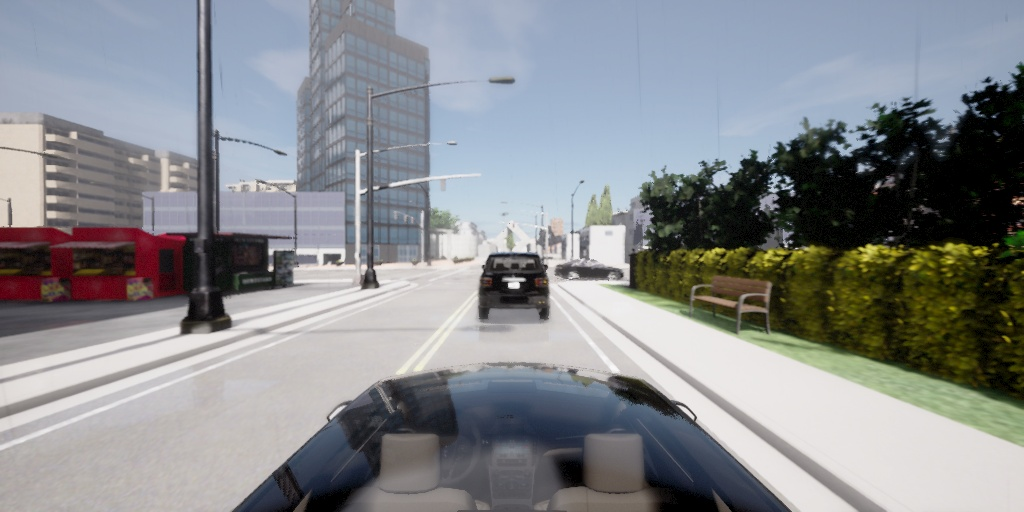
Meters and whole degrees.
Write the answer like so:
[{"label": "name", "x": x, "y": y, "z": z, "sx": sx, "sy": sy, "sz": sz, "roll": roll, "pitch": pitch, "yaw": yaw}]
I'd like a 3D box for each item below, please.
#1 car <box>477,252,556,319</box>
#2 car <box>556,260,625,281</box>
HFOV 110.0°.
[{"label": "car", "x": 0.079, "y": 0.872, "z": 12.483, "sx": 2.150, "sy": 2.045, "sz": 5.566, "roll": 0, "pitch": 0, "yaw": 1}, {"label": "car", "x": 5.521, "y": 1.026, "z": 25.487, "sx": 4.902, "sy": 1.511, "sz": 2.128, "roll": 0, "pitch": 0, "yaw": -4}]
